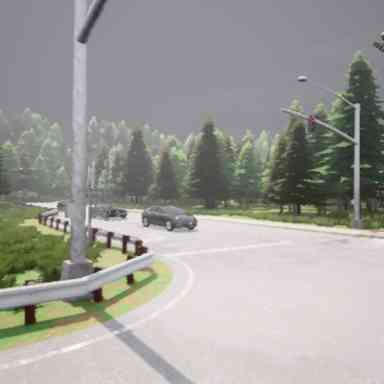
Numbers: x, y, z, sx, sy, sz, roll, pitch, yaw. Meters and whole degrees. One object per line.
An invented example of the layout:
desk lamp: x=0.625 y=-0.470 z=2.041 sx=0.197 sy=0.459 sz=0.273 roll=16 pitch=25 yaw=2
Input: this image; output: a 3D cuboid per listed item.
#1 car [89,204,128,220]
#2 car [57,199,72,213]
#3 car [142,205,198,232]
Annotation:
car: x=-7.465 y=1.716 z=29.550 sx=1.895 sy=1.301 sz=4.718 roll=1 pitch=-1 yaw=-36
car: x=-14.636 y=1.618 z=39.480 sx=1.837 sy=1.490 sz=4.892 roll=1 pitch=0 yaw=-35
car: x=-1.531 y=1.623 z=21.519 sx=1.837 sy=1.490 sz=4.892 roll=1 pitch=-1 yaw=-36
